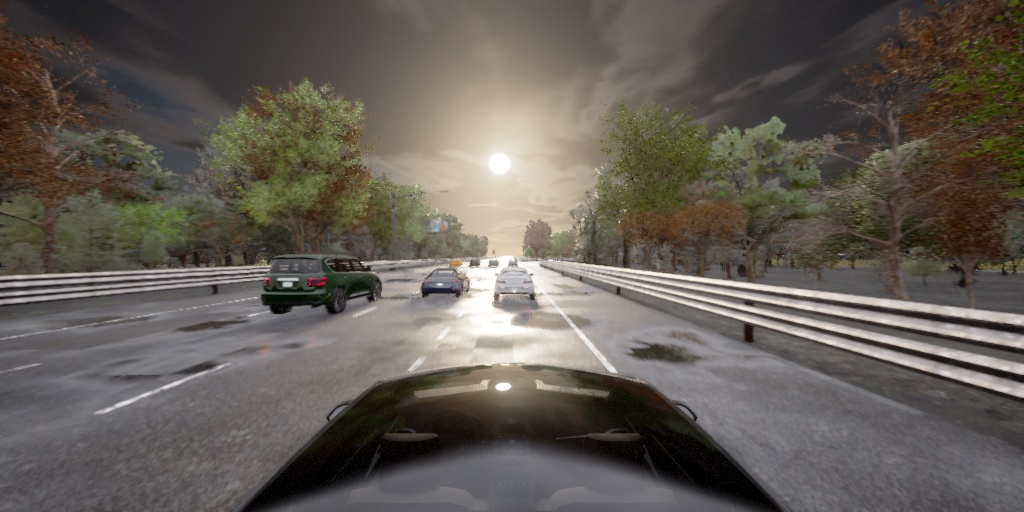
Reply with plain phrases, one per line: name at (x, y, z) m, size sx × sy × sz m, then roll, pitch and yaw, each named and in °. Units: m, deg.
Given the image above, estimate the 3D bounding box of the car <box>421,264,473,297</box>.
car at (-3.394, 1.314, 18.897) m, size 1.994 × 1.385 × 4.181 m, roll 0°, pitch 0°, yaw 0°

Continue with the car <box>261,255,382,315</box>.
car at (-6.897, 0.970, 13.705) m, size 2.150 × 2.045 × 5.566 m, roll 0°, pitch 0°, yaw 0°

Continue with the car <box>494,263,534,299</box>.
car at (0.104, 1.276, 17.841) m, size 1.812 × 1.442 × 4.674 m, roll 0°, pitch 0°, yaw 0°
